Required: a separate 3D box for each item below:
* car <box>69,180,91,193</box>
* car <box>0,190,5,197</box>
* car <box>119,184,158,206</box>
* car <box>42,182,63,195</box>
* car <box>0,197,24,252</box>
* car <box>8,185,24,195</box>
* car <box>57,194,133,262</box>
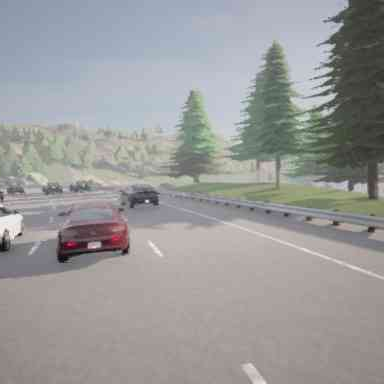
[{"bbox_3d":[-15.856,-0.845,46.901,2.097,1.767,4.553,-6,4,-31],"label":"car"},{"bbox_3d":[-21.411,0.426,36.048,1.895,1.301,4.718,-5,4,-29],"label":"car"},{"bbox_3d":[-3.714,0.200,22.714,1.837,1.490,4.892,-4,4,-22],"label":"car"},{"bbox_3d":[-19.485,-0.592,46.155,2.097,1.767,4.553,-6,4,-32],"label":"car"},{"bbox_3d":[-7.048,1.152,11.313,1.812,1.442,4.674,-4,4,-18],"label":"car"},{"bbox_3d":[-28.276,-0.420,53.287,2.128,1.511,4.902,-6,4,-36],"label":"car"},{"bbox_3d":[-3.028,0.998,10.187,1.812,1.442,4.674,-4,4,-17],"label":"car"}]
